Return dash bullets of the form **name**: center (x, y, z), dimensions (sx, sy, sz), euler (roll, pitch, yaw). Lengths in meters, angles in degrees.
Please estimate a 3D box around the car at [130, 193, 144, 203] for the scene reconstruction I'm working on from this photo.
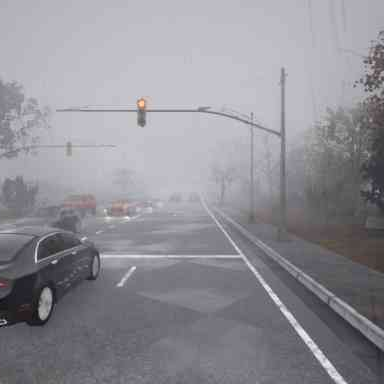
- **car**: center (-10.193, 1.123, 62.338), dimensions (1.812, 1.442, 4.674), euler (0, 3, 1)

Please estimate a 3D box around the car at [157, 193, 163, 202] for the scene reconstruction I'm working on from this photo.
- **car**: center (-6.678, 1.016, 63.453), dimensions (1.882, 1.535, 5.008), euler (0, 3, 1)

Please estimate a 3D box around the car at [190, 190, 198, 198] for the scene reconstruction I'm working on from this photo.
- **car**: center (0.440, 0.455, 74.285), dimensions (1.882, 1.535, 5.008), euler (0, 3, 0)

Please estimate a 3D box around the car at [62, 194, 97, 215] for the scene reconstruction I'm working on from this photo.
- **car**: center (-10.453, 1.221, 30.715), dimensions (2.150, 2.045, 5.566), euler (0, 0, 0)

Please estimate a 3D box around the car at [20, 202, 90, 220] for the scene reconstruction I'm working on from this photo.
- **car**: center (-7.036, 1.491, 16.543), dimensions (2.128, 1.511, 4.902), euler (0, 0, 0)

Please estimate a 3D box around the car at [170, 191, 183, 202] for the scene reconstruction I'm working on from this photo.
- **car**: center (-3.038, 0.936, 62.542), dimensions (2.097, 1.767, 4.553), euler (0, 3, 0)

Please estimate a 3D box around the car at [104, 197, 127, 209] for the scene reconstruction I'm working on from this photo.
- **car**: center (-10.348, 1.478, 45.431), dimensions (1.882, 1.535, 5.008), euler (0, 0, 0)

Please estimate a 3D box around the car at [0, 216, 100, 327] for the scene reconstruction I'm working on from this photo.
- **car**: center (-3.377, 1.505, 7.034), dimensions (1.837, 1.490, 4.892), euler (0, 0, 0)

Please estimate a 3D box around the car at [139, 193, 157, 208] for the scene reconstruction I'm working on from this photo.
- **car**: center (-6.816, 1.344, 49.201), dimensions (2.097, 1.767, 4.553), euler (0, 0, 0)

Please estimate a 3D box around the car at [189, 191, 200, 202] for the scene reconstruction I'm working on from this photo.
- **car**: center (0.458, 1.099, 62.091), dimensions (2.128, 1.511, 4.902), euler (0, 3, 0)

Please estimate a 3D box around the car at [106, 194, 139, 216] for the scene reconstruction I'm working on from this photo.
- **car**: center (-6.928, 1.352, 32.879), dimensions (2.097, 1.767, 4.553), euler (0, 0, 0)

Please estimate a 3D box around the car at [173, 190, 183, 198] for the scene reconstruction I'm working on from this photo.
- **car**: center (-3.054, 0.445, 74.496), dimensions (1.882, 1.535, 5.008), euler (0, 3, 0)
